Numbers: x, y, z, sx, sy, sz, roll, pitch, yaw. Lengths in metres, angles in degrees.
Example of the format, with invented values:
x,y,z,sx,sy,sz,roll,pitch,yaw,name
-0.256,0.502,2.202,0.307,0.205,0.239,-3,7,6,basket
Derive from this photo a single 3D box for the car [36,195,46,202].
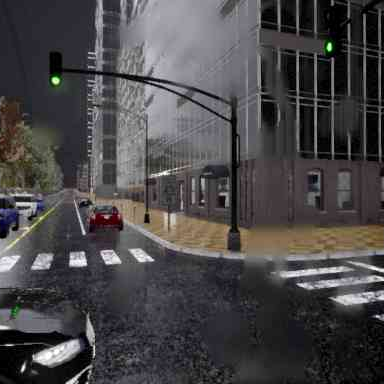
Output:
x,y,z,sx,sy,sz,roll,pitch,yaw,name
-34.475,1.476,76.136,1.802,1.307,4.206,0,0,-20,car

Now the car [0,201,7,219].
x,y,z,sx,sy,sz,roll,pitch,yaw,name
-17.105,1.528,28.028,2.008,1.369,4.403,0,0,-20,car

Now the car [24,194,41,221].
x,y,z,sx,sy,sz,roll,pitch,yaw,name
-14.088,1.202,27.300,2.150,2.045,5.566,0,0,-20,car

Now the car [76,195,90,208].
x,y,z,sx,sy,sz,roll,pitch,yaw,name
-15.010,1.536,46.905,1.947,1.339,4.313,0,0,-20,car

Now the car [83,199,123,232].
x,y,z,sx,sy,sz,roll,pitch,yaw,name
-5.363,1.430,20.189,1.967,1.590,4.097,0,0,-20,car

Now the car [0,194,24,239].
x,y,z,sx,sy,sz,roll,pitch,yaw,name
-10.493,1.208,17.338,2.150,2.045,5.566,0,0,-20,car

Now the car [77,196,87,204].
x,y,z,sx,sy,sz,roll,pitch,yaw,name
-20.857,1.468,63.099,1.752,1.417,4.829,0,0,-20,car

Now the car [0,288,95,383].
x,y,z,sx,sy,sz,roll,pitch,yaw,name
-3.470,1.492,3.095,4.902,1.511,2.128,0,0,-19,car

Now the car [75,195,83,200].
x,y,z,sx,sy,sz,roll,pitch,yaw,name
-30.446,1.449,89.658,1.802,1.307,4.206,0,0,-20,car

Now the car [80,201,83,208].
x,y,z,sx,sy,sz,roll,pitch,yaw,name
-7.293,1.553,25.531,1.947,1.339,4.313,0,0,-20,car

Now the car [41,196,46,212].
x,y,z,sx,sy,sz,roll,pitch,yaw,name
-18.092,1.450,38.427,1.882,1.535,5.008,0,0,-20,car

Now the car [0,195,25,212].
x,y,z,sx,sy,sz,roll,pitch,yaw,name
-20.964,1.285,38.719,2.192,1.841,5.009,0,0,-20,car

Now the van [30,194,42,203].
x,y,z,sx,sy,sz,roll,pitch,yaw,name
-30.613,1.265,65.446,1.690,1.788,3.998,0,0,-20,van
